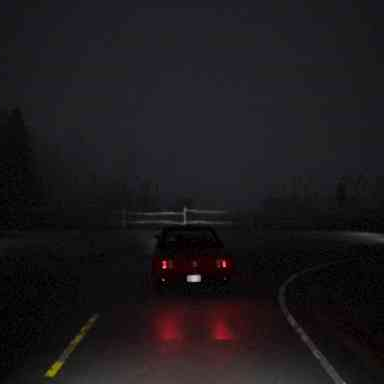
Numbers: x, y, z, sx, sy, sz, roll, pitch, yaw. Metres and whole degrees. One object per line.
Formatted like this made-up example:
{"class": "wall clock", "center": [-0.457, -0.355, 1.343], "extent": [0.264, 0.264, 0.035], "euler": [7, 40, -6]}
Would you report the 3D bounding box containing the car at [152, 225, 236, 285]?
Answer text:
{"class": "car", "center": [-0.148, 1.608, 9.536], "extent": [1.895, 1.301, 4.718], "euler": [0, 0, -5]}
